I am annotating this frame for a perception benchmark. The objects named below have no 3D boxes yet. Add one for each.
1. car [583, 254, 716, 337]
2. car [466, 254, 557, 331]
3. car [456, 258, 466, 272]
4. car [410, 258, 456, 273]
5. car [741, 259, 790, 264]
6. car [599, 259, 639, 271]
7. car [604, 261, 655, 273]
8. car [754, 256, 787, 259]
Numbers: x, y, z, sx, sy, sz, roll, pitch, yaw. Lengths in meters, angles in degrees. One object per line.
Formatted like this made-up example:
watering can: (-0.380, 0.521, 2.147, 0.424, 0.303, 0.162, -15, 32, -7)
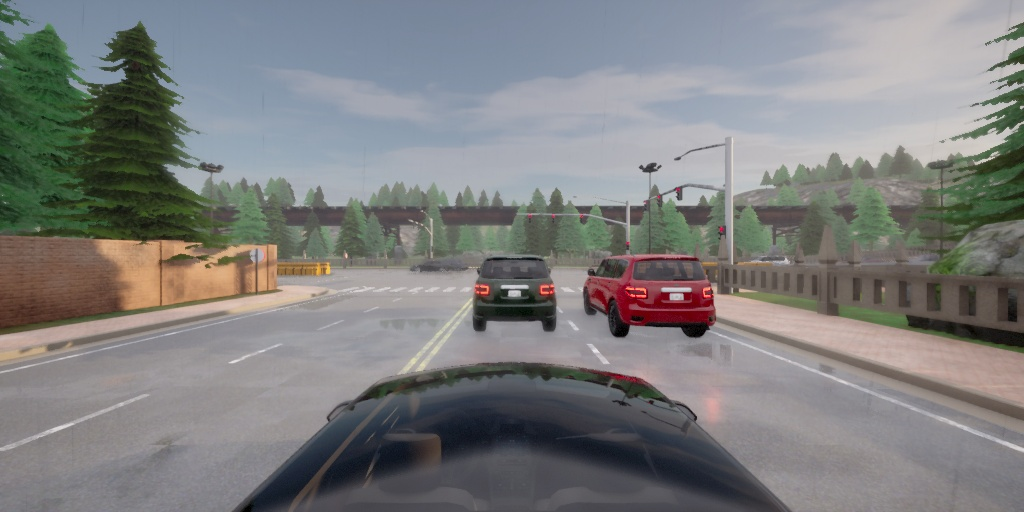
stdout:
car: (3.569, 0.971, 10.409, 2.150, 2.045, 5.566, 0, 0, 0)
car: (0.069, 0.971, 11.086, 2.150, 2.045, 5.566, 0, 0, 0)
car: (-8.272, 1.297, 45.802, 5.357, 1.411, 2.033, 0, 0, 0)
car: (-9.480, 1.255, 42.309, 4.892, 1.490, 1.837, 0, 0, 0)
car: (29.631, 1.351, 42.106, 4.718, 1.301, 1.895, 0, 0, 0)
car: (14.597, 1.227, 49.176, 5.008, 1.535, 1.882, 0, 0, 0)
car: (13.732, 1.297, 42.181, 5.357, 1.411, 2.033, 0, 0, 0)
car: (32.134, 0.971, 45.600, 5.566, 2.045, 2.150, 0, 0, 0)
